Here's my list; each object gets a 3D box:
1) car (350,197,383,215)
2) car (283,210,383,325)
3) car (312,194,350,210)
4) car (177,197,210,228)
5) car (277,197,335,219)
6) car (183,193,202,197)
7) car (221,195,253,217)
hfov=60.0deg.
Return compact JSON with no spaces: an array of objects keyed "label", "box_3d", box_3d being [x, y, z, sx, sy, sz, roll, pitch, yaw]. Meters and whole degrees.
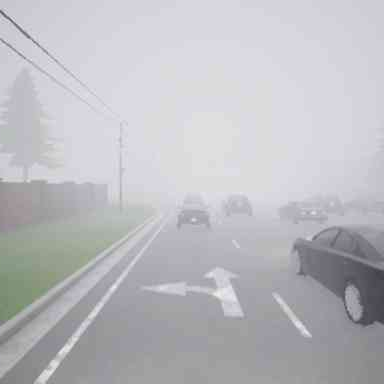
[{"label":"car","box_3d":[14.096,1.126,27.461,2.128,1.511,4.902,0,1,0]},{"label":"car","box_3d":[3.600,1.384,6.918,1.882,1.535,5.008,0,1,0]},{"label":"car","box_3d":[10.596,0.990,27.234,2.097,1.767,4.553,0,1,0]},{"label":"car","box_3d":[0.097,1.262,19.798,1.812,1.442,4.674,0,1,0]},{"label":"car","box_3d":[7.096,1.257,21.837,2.033,1.411,5.357,0,1,0]},{"label":"car","box_3d":[0.094,0.840,38.372,2.097,1.767,4.553,0,1,0]},{"label":"car","box_3d":[3.595,0.989,27.234,2.097,1.767,4.553,0,1,0]}]
